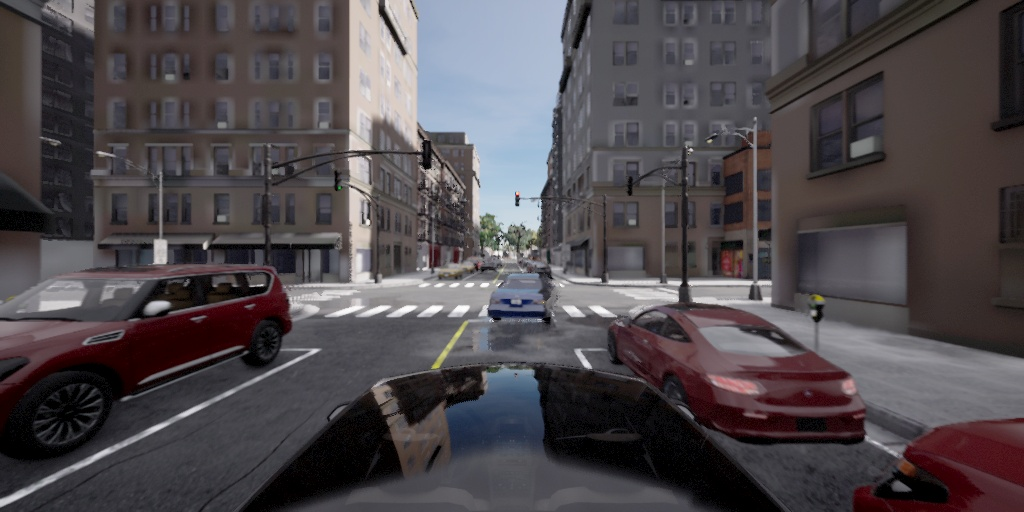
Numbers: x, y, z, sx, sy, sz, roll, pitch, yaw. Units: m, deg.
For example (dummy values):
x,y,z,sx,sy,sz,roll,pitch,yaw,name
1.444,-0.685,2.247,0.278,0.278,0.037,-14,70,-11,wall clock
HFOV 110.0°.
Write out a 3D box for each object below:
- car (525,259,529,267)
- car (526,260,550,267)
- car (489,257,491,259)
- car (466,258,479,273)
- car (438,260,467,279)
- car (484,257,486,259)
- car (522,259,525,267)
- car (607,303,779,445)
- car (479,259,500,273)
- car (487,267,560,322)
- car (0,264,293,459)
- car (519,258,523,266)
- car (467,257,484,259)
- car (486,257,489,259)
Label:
x,y,z,sx,sy,sz,roll,pitch,yaw,name
2.628,1.302,37.717,1.888,1.381,4.507,0,0,0,car
2.630,1.306,32.236,2.007,1.370,4.403,0,0,0,car
-5.419,1.315,65.125,2.007,1.370,4.403,0,0,0,car
-5.422,1.284,43.027,1.751,1.417,4.829,0,0,0,car
-5.424,1.281,32.064,1.751,1.417,4.829,0,0,0,car
-5.421,1.201,54.161,1.967,1.591,4.097,0,0,0,car
2.627,1.308,43.199,2.007,1.370,4.403,0,0,0,car
2.636,1.332,5.227,1.802,1.307,4.207,0,0,0,car
-2.855,1.359,44.308,1.895,1.301,4.718,0,0,0,car
0.568,1.298,12.301,2.033,1.411,5.357,0,0,10,car
-5.402,1.065,5.226,2.192,1.841,5.009,0,0,0,car
2.623,1.313,59.645,2.007,1.370,4.403,0,0,0,car
-5.422,1.074,48.679,2.192,1.841,5.009,0,0,0,car
-5.420,1.203,59.643,1.967,1.591,4.097,0,0,0,car
